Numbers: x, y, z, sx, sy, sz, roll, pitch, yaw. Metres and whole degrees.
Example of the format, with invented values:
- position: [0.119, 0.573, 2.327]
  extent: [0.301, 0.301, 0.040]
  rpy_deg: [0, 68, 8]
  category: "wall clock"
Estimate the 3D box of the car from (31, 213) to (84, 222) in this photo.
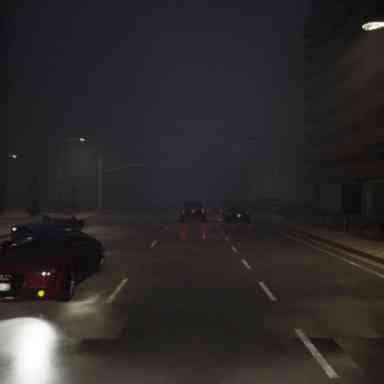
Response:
- position: [-7.038, 1.727, 16.696]
  extent: [1.895, 1.301, 4.718]
  rpy_deg: [0, 0, 0]
  category: "car"

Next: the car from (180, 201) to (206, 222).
- position: [0.096, 1.563, 28.216]
  extent: [2.097, 1.767, 4.553]
  rpy_deg: [0, -1, 0]
  category: "car"

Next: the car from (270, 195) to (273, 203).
- position: [24.272, 2.102, 91.508]
  extent: [3.905, 1.438, 1.784]
  rpy_deg: [0, 0, 0]
  category: "car"

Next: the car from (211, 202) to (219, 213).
- position: [3.456, 1.912, 41.492]
  extent: [1.895, 1.301, 4.718]
  rpy_deg: [0, 0, -1]
  category: "car"

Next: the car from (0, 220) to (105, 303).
- position: [-3.581, 1.627, 8.296]
  extent: [1.994, 1.385, 4.181]
  rpy_deg: [0, 0, 0]
  category: "car"

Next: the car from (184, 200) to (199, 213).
- position: [-0.117, 1.843, 42.405]
  extent: [1.812, 1.442, 4.674]
  rpy_deg: [0, 0, -3]
  category: "car"

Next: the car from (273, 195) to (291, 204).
- position: [24.287, 2.112, 88.613]
  extent: [3.806, 1.475, 1.970]
  rpy_deg: [0, 0, 0]
  category: "car"

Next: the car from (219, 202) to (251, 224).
- position: [3.563, 1.768, 27.124]
  extent: [1.994, 1.385, 4.181]
  rpy_deg: [0, 0, 0]
  category: "car"
